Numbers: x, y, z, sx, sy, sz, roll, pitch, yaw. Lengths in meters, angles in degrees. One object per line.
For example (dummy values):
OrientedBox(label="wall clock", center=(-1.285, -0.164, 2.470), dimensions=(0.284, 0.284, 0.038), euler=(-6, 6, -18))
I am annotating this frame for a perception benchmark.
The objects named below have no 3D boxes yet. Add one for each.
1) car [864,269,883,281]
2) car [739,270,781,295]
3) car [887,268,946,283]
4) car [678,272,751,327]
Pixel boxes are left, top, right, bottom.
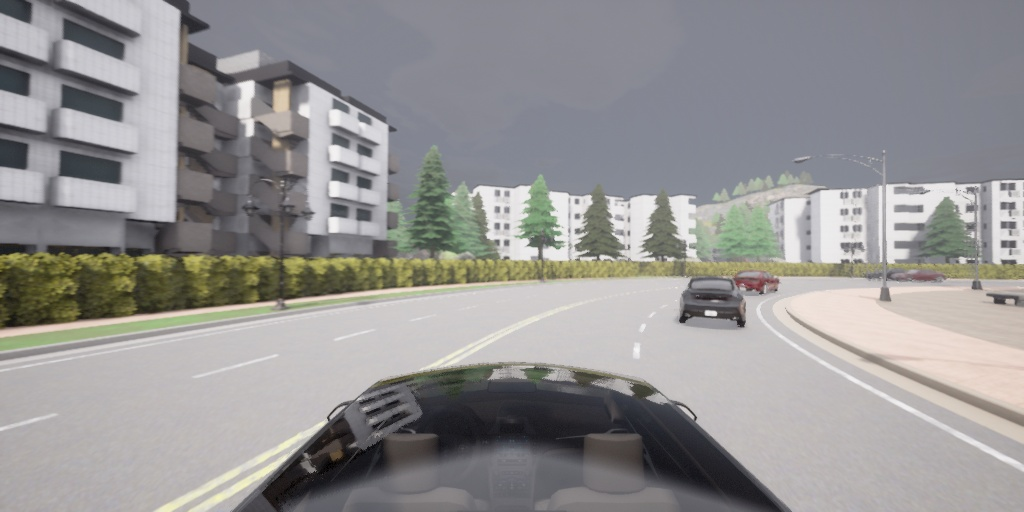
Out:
OrientedBox(label="car", center=(45.660, 2.198, 43.278), dimensions=(5.008, 1.535, 1.882), euler=(0, -1, 5))
OrientedBox(label="car", center=(16.069, 1.673, 23.681), dimensions=(5.008, 1.535, 1.882), euler=(1, -1, -40))
OrientedBox(label="car", center=(44.979, 2.191, 39.781), dimensions=(4.674, 1.442, 1.812), euler=(1, -1, 6))
OrientedBox(label="car", center=(7.044, 1.470, 12.685), dimensions=(1.837, 1.490, 4.892), euler=(0, -1, 29))
